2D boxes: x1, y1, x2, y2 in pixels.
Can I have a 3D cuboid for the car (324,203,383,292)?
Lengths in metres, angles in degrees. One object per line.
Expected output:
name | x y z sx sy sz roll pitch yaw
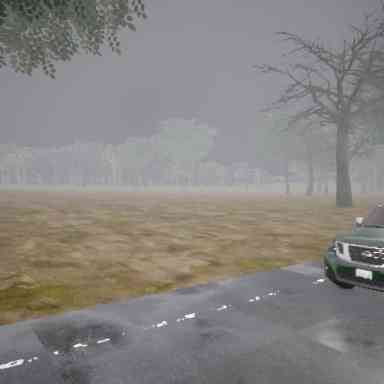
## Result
car | 5.528 1.191 7.959 5.566 2.045 2.150 0 0 -36
